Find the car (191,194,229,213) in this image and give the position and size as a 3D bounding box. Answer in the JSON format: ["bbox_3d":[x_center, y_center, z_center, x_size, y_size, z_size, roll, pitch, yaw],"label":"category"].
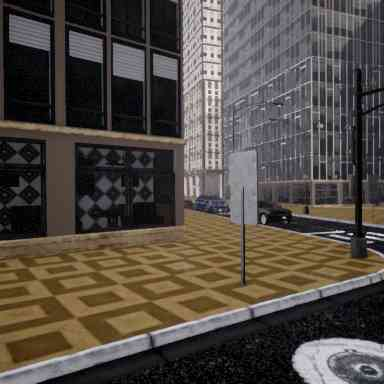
[{"bbox_3d":[1.835,1.020,31.924,2.097,1.767,4.553,-1,1,-19],"label":"car"}]

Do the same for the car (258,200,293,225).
[{"bbox_3d":[4.884,1.278,22.851,1.882,1.535,5.008,-1,1,-19],"label":"car"}]

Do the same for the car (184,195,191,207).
[{"bbox_3d":[-1.318,1.094,41.344,1.994,1.385,4.181,-1,1,-18],"label":"car"}]
